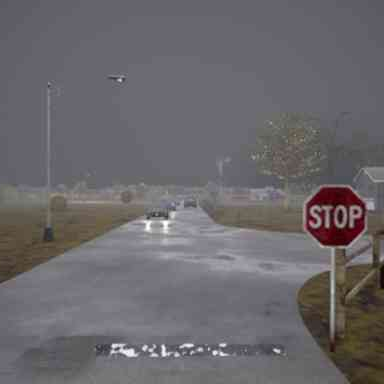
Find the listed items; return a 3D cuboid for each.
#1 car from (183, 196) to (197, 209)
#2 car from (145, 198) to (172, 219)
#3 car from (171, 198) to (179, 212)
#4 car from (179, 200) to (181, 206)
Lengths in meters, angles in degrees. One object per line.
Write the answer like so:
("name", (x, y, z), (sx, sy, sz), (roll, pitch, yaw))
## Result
("car", (-0.230, 1.799, 51.105), (1.837, 1.490, 4.892), (0, -1, 0))
("car", (-3.002, 1.605, 29.896), (1.837, 1.490, 4.892), (0, 0, -2))
("car", (-3.119, 1.564, 42.575), (2.097, 1.767, 4.553), (0, -1, 0))
("car", (-3.176, 1.945, 64.059), (1.837, 1.490, 4.892), (0, -1, 0))
